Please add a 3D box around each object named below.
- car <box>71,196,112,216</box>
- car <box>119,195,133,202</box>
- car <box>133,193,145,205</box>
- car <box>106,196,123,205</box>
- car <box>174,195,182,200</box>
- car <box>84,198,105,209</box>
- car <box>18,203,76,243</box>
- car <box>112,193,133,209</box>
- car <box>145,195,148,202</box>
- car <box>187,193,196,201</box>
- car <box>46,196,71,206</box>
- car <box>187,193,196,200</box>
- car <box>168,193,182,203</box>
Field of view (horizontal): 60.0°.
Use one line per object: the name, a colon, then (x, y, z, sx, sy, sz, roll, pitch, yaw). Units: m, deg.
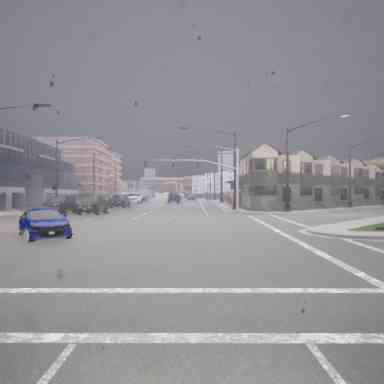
car: (-10.661, 1.418, 35.746, 2.150, 2.045, 5.566, 0, 0, 0)
car: (-14.121, 1.367, 71.772, 2.033, 1.411, 5.357, 0, 0, 0)
car: (-10.666, 1.189, 61.448, 2.150, 2.045, 5.566, 0, 1, 0)
car: (-14.164, 1.538, 60.930, 1.994, 1.385, 4.181, 0, 1, 1)
car: (-3.648, 1.478, 87.835, 2.128, 1.511, 4.902, 0, -2, 0)
car: (-14.176, 1.695, 48.624, 1.812, 1.442, 4.674, 0, 0, 0)
car: (-7.607, 1.559, 16.908, 1.882, 1.535, 5.008, -1, 0, -33)
car: (-10.676, 1.387, 49.327, 2.150, 2.045, 5.566, 0, 0, 0)
car: (-10.621, 1.306, 71.778, 1.882, 1.535, 5.008, 0, 0, 0)
car: (-0.131, 1.420, 77.859, 1.895, 1.301, 4.718, 0, -1, 0)
car: (-14.168, 1.421, 35.937, 2.150, 2.045, 5.566, 0, 0, 0)
car: (-0.148, 1.139, 87.819, 2.097, 1.767, 4.553, 0, -2, 0)
car: (-3.511, 1.108, 66.130, 2.150, 2.045, 5.566, 0, 1, 0)
